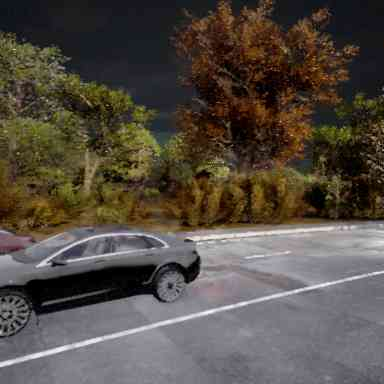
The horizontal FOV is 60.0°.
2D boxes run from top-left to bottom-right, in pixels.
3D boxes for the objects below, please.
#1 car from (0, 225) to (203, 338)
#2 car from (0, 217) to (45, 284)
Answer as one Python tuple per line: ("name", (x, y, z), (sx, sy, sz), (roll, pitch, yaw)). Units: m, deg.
("car", (-2.082, 1.468, 6.615), (4.902, 1.511, 2.128), (0, 0, -34))
("car", (-6.230, 1.487, 8.011), (4.674, 1.442, 1.812), (0, 0, -35))
